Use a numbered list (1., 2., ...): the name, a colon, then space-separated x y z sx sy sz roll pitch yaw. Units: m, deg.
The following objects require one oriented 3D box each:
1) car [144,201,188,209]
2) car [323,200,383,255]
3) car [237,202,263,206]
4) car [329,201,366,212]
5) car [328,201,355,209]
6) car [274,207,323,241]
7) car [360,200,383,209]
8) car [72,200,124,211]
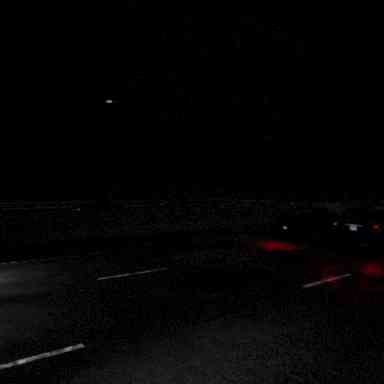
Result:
1. car: -2.417 1.568 32.368 4.674 1.442 1.812 0 0 -35
2. car: 7.698 1.381 13.544 4.553 1.767 2.097 0 0 -36
3. car: 4.832 1.593 28.940 4.674 1.442 1.812 0 0 -35
4. car: 20.935 1.881 44.713 5.357 1.411 2.033 1 -1 -35
5. car: 25.373 2.127 56.423 4.718 1.301 1.895 1 -1 -35
6. car: 6.328 1.510 16.866 5.008 1.535 1.882 0 0 -36
7. car: 30.558 2.097 55.825 4.902 1.511 2.128 1 -1 -35
8. car: -8.981 1.522 31.983 4.892 1.490 1.837 0 0 -36
